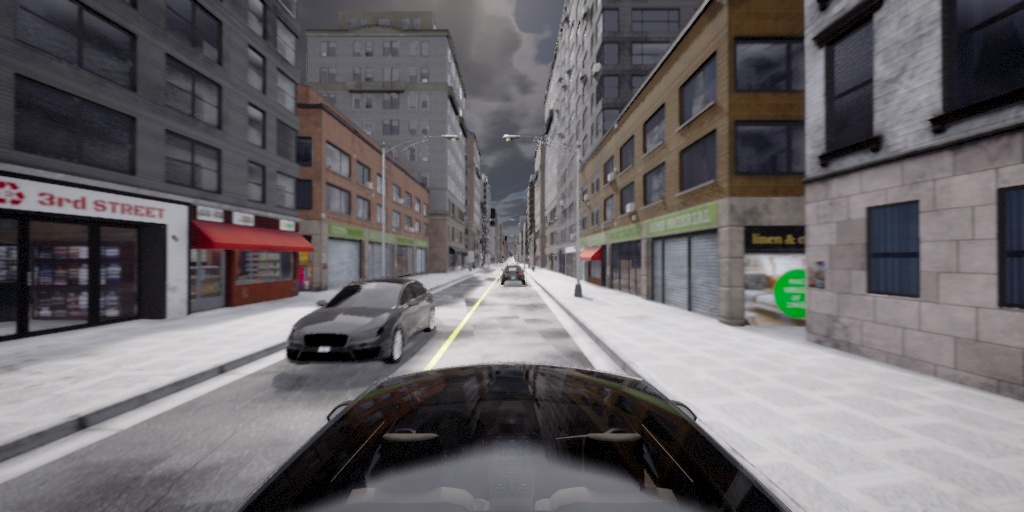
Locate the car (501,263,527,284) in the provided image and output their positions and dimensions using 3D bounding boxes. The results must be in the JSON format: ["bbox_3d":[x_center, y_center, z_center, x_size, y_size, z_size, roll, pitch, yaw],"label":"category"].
[{"bbox_3d":[0.100,1.483,28.967,1.812,1.442,4.674,0,-1,0],"label":"car"}]

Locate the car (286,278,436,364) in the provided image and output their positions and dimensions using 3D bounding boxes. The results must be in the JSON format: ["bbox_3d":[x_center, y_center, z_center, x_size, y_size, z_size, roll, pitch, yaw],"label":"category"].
[{"bbox_3d":[-3.047,1.296,8.279,1.837,1.490,4.892,0,-1,0],"label":"car"}]
